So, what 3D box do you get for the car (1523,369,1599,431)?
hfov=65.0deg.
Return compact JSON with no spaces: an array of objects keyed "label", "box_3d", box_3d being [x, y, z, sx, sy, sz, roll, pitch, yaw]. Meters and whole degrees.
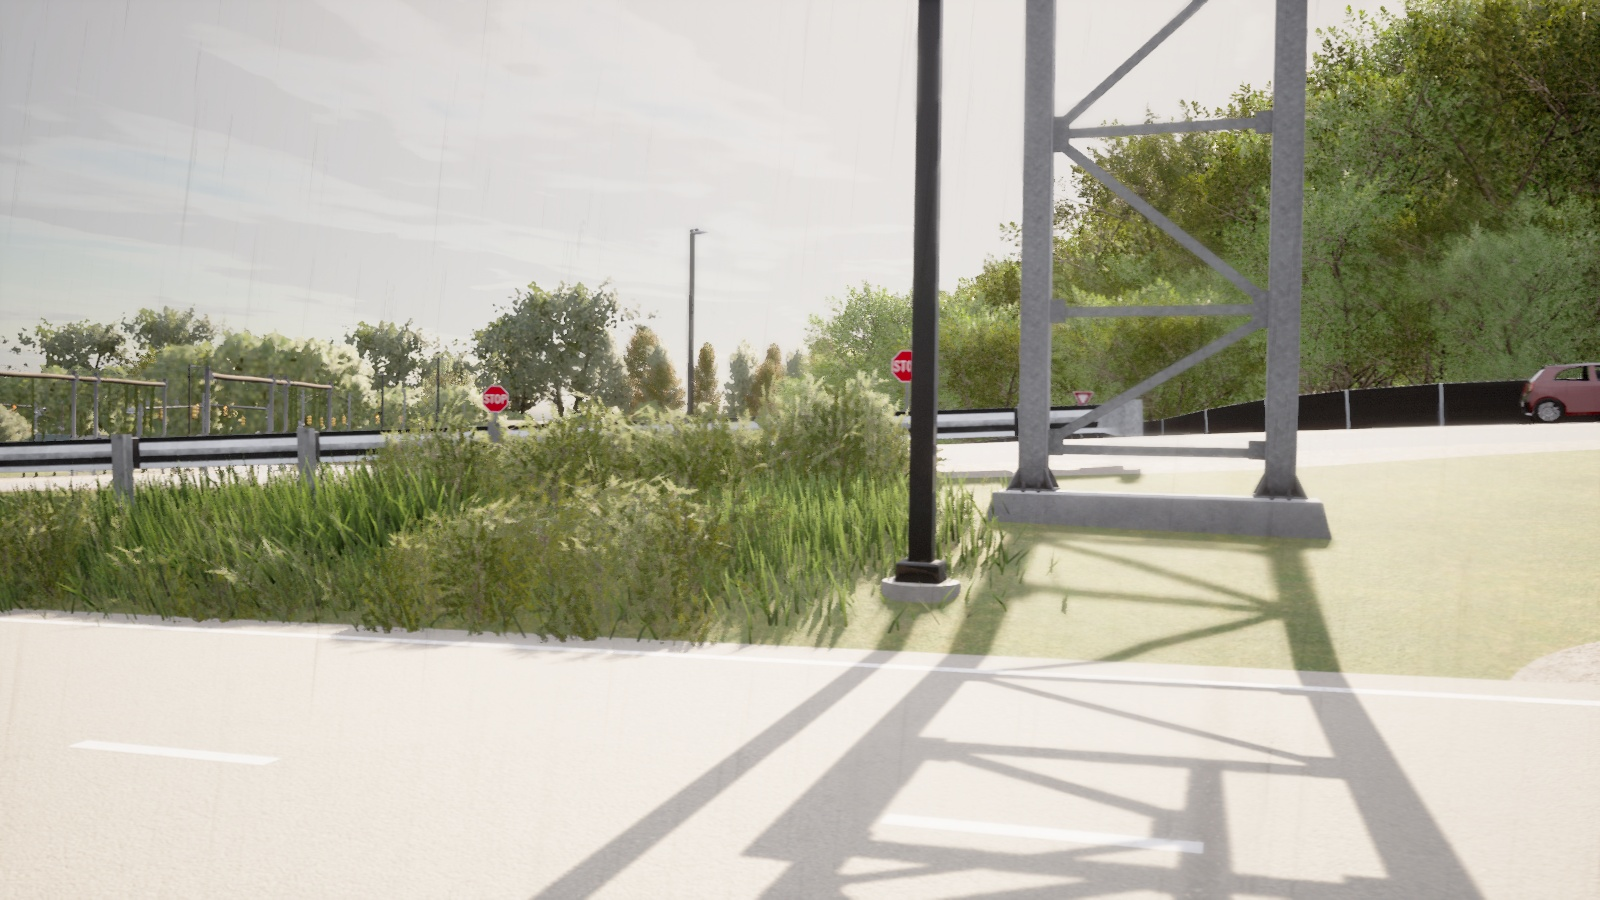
[{"label":"car","box_3d":[20.365,-1.269,31.557,3.633,1.501,1.845,-1,0,24]}]
